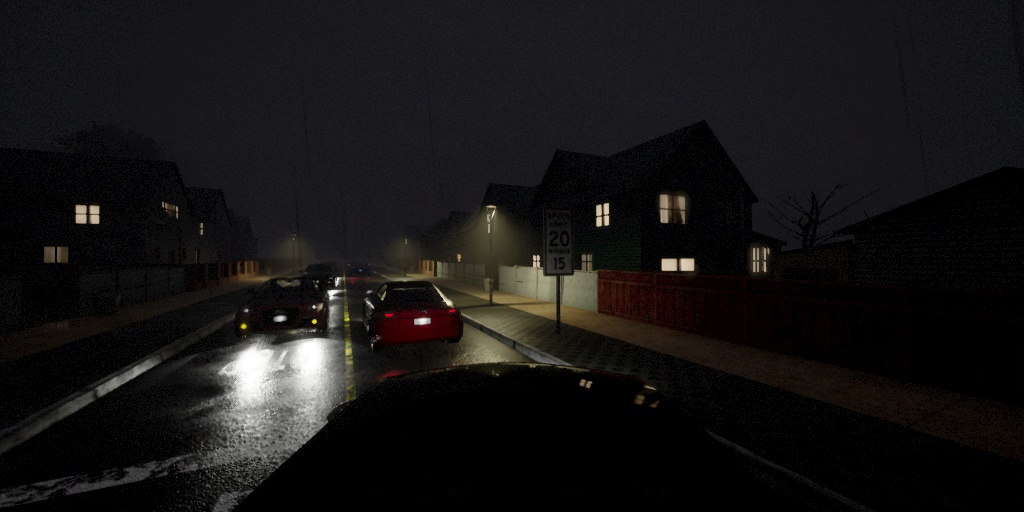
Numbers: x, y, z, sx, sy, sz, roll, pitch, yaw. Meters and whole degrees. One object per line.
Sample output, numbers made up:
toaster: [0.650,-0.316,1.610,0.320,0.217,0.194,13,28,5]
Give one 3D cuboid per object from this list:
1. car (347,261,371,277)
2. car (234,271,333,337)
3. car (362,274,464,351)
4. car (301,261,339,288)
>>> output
car: [-15.575,1.232,36.640,1.882,1.535,5.008,0,0,-25]
car: [-6.416,1.318,10.396,1.994,1.385,4.181,0,0,-26]
car: [-2.698,1.315,9.198,1.994,1.385,4.181,0,0,-25]
car: [-12.364,1.262,23.036,1.837,1.490,4.892,0,0,-25]
